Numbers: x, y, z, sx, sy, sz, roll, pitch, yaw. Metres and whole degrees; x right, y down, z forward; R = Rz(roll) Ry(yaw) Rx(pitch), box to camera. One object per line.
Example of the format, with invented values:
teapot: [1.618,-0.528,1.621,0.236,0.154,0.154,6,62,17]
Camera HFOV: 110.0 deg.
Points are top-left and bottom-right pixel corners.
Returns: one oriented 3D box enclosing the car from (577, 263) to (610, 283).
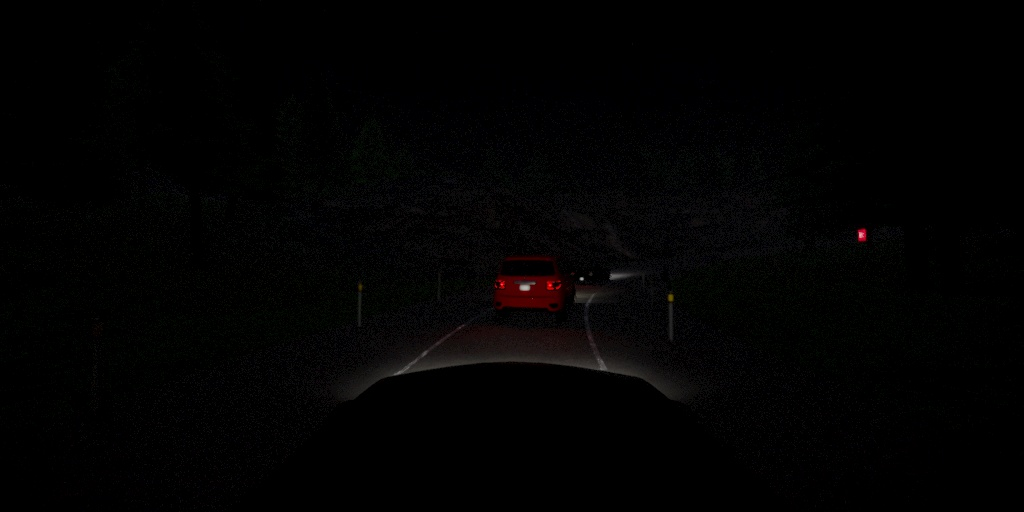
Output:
car: [5.728,1.189,25.938,1.895,1.301,4.718,0,1,29]

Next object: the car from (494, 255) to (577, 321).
car: [0.976,0.968,12.706,2.150,2.045,5.566,0,0,13]
